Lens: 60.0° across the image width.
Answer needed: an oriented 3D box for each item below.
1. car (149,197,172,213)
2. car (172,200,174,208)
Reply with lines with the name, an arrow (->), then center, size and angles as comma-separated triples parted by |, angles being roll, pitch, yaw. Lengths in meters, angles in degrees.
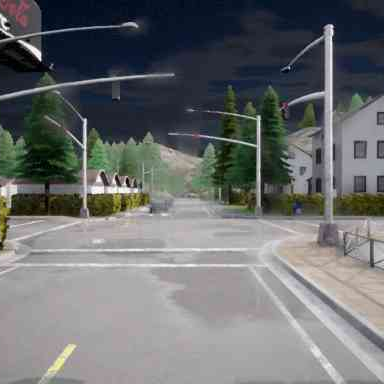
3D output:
car -> -3.597, 1.526, 37.115 | 1.812, 1.442, 4.674 | 0, 0, 0
car -> -3.591, 1.505, 47.085 | 1.837, 1.490, 4.892 | 0, 0, 0
